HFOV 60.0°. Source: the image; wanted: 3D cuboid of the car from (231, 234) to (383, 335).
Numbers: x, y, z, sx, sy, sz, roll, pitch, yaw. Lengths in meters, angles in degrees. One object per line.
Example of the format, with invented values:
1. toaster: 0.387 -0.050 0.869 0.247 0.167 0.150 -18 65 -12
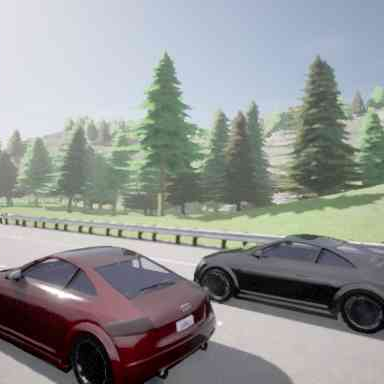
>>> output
1. car: 2.091 1.564 6.801 4.181 1.385 1.994 0 0 35

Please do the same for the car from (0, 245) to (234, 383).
1. car: -1.716 1.565 5.216 4.181 1.385 1.994 0 0 36
